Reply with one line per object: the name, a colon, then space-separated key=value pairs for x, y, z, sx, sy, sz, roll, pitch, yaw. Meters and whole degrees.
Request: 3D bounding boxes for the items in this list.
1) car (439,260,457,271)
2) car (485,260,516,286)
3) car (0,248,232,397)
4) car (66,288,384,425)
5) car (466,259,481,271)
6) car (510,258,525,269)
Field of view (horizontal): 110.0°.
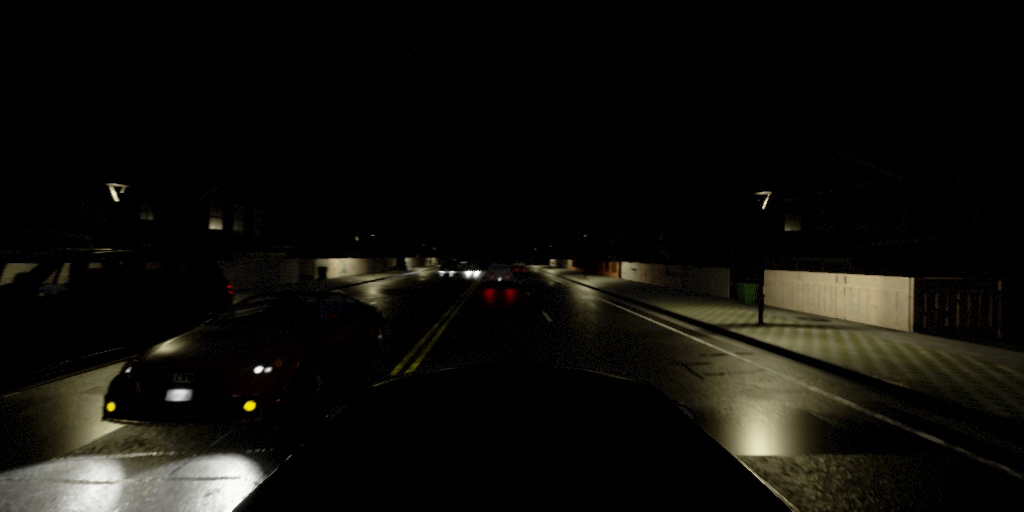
car: x=-8.433 y=1.235 z=47.940 sx=2.033 sy=1.411 sz=5.357 roll=1 pitch=0 yaw=-2
car: x=-0.883 y=1.268 z=25.430 sx=1.812 sy=1.442 sz=4.674 roll=1 pitch=0 yaw=-2
car: x=-6.798 y=0.894 z=5.186 sx=2.150 sy=2.045 sz=5.566 roll=1 pitch=0 yaw=-2
car: x=-3.573 y=1.273 z=5.760 sx=1.994 sy=1.385 sz=4.181 roll=1 pitch=0 yaw=-2
car: x=-5.210 y=1.218 z=48.764 sx=2.128 sy=1.511 sz=4.902 roll=1 pitch=0 yaw=-2
car: x=1.033 y=1.419 z=59.774 sx=1.895 sy=1.301 sz=4.718 roll=1 pitch=0 yaw=-2
